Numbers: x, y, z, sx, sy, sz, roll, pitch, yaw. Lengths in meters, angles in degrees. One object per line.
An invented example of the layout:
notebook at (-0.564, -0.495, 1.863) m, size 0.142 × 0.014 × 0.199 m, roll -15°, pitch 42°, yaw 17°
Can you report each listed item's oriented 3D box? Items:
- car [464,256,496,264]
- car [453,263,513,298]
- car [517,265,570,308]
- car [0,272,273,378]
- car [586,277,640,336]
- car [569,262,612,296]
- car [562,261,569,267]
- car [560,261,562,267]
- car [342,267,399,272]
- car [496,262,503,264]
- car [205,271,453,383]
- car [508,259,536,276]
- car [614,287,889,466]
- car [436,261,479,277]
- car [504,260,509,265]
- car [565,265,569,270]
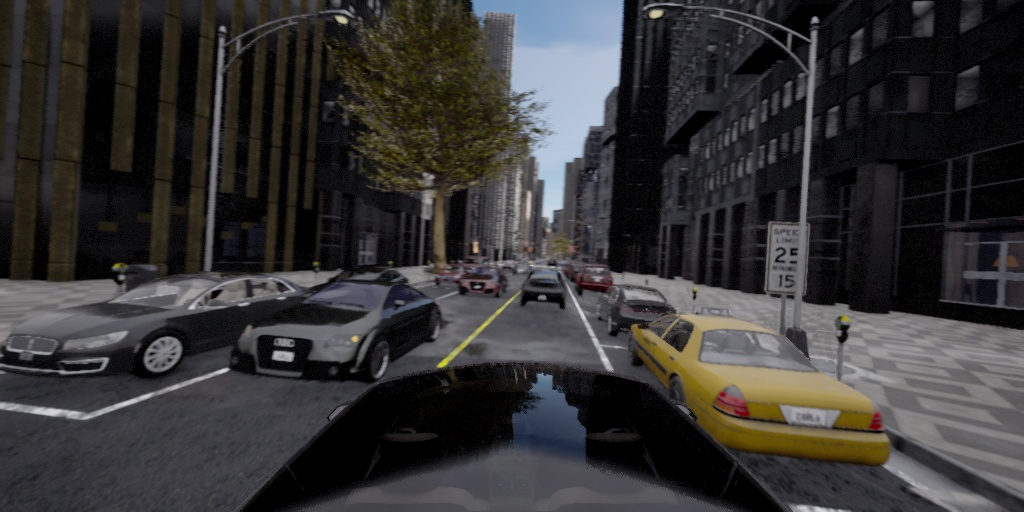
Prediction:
car at (-2.968, 0.961, 28.308) m, size 2.192 × 1.841 × 5.009 m, roll 0°, pitch 0°, yaw 7°
car at (-1.374, 1.274, 18.630) m, size 1.994 × 1.385 × 4.181 m, roll 3°, pitch 0°, yaw 7°
car at (1.471, 1.387, 16.287) m, size 1.837 × 1.490 × 4.892 m, roll 3°, pitch 0°, yaw 7°
car at (-5.514, 0.971, 6.404) m, size 2.007 × 1.370 × 4.403 m, roll 0°, pitch 0°, yaw 7°
car at (3.576, 1.540, 10.901) m, size 2.007 × 1.370 × 4.403 m, roll 0°, pitch 0°, yaw 7°
car at (4.849, 1.418, 21.851) m, size 2.192 × 1.841 × 5.009 m, roll 0°, pitch 0°, yaw 7°
car at (6.759, 1.589, 38.277) m, size 2.192 × 1.841 × 5.009 m, roll 0°, pitch 0°, yaw 7°
car at (8.032, 1.705, 49.228) m, size 2.192 × 1.841 × 5.009 m, roll 0°, pitch 0°, yaw 7°
car at (-4.878, 1.043, 11.880) m, size 1.948 × 1.339 × 4.313 m, roll 0°, pitch 0°, yaw 7°
car at (-2.331, 1.144, 33.783) m, size 1.967 × 1.591 × 4.097 m, roll 0°, pitch 0°, yaw 7°
car at (-2.763, 1.152, 6.693) m, size 1.994 × 1.385 × 4.181 m, roll 3°, pitch 0°, yaw 7°
car at (1.159, 1.429, 39.645) m, size 2.128 × 1.511 × 4.902 m, roll 3°, pitch 0°, yaw 7°
car at (2.959, 1.459, 5.594) m, size 1.751 × 1.417 × 4.829 m, roll 0°, pitch 0°, yaw 7°
car at (-3.604, 1.172, 22.832) m, size 1.802 × 1.307 × 4.207 m, roll 0°, pitch 0°, yaw 7°
car at (-0.421, 1.317, 50.211) m, size 1.967 × 1.591 × 4.097 m, roll 0°, pitch 0°, yaw 7°
car at (6.122, 1.783, 32.802) m, size 1.948 × 1.339 × 4.313 m, roll 0°, pitch 0°, yaw 7°
